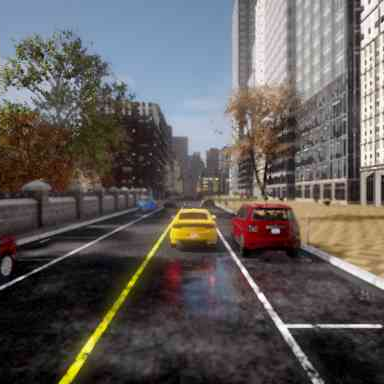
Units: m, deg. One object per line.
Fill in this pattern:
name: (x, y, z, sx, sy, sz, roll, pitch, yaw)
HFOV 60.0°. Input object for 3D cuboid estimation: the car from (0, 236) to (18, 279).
car: (-5.691, 1.562, 7.425, 1.887, 1.381, 4.507, 0, 0, 0)

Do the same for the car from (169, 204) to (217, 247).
car: (0.078, 1.514, 15.132, 1.882, 1.535, 5.008, 0, 0, 0)

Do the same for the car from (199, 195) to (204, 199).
car: (2.705, 1.727, 63.915, 1.752, 1.417, 4.829, 0, 0, 0)

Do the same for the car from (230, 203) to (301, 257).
car: (2.689, 1.346, 13.056, 2.192, 1.841, 5.009, 0, 0, 0)

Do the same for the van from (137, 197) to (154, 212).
van: (-5.682, 1.458, 41.217, 1.690, 1.788, 3.998, 0, 0, 0)

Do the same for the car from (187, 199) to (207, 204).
car: (0.082, 1.643, 29.788, 1.994, 1.385, 4.181, 0, 0, 0)

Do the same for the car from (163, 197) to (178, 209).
car: (-3.076, 1.740, 47.827, 1.895, 1.301, 4.718, 0, 0, 0)

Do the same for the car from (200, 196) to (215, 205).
car: (2.701, 1.723, 52.480, 1.947, 1.339, 4.313, 0, 0, 0)
